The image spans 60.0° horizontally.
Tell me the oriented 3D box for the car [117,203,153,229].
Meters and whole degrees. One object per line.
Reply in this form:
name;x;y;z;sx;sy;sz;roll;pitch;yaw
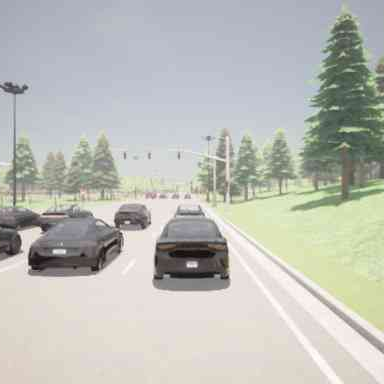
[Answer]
car;-3.675;1.459;21.127;1.837;1.490;4.892;0;0;-1

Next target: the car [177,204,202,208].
car;-0.154;1.449;19.370;2.128;1.511;4.902;0;0;-1

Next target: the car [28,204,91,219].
car;-7.155;1.449;19.369;2.128;1.511;4.902;0;0;-1

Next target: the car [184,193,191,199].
car;-1.218;1.342;93.716;1.994;1.385;4.181;0;0;-1

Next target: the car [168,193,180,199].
car;-4.712;1.314;93.254;2.128;1.511;4.902;0;0;-1

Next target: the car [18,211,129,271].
car;-3.542;1.540;10.839;1.994;1.385;4.181;0;0;-1

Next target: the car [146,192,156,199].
car;-11.712;1.014;93.192;2.150;2.045;5.566;0;0;-1

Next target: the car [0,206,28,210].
car;-10.660;1.520;19.825;1.994;1.385;4.181;0;0;-1

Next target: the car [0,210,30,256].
car;-7.042;1.503;10.104;1.812;1.442;4.674;0;0;-1

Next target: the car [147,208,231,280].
car;-0.027;1.456;9.879;1.882;1.535;5.008;0;0;-1

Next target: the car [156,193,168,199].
car;-8.212;1.289;93.208;1.837;1.490;4.892;0;0;-1
